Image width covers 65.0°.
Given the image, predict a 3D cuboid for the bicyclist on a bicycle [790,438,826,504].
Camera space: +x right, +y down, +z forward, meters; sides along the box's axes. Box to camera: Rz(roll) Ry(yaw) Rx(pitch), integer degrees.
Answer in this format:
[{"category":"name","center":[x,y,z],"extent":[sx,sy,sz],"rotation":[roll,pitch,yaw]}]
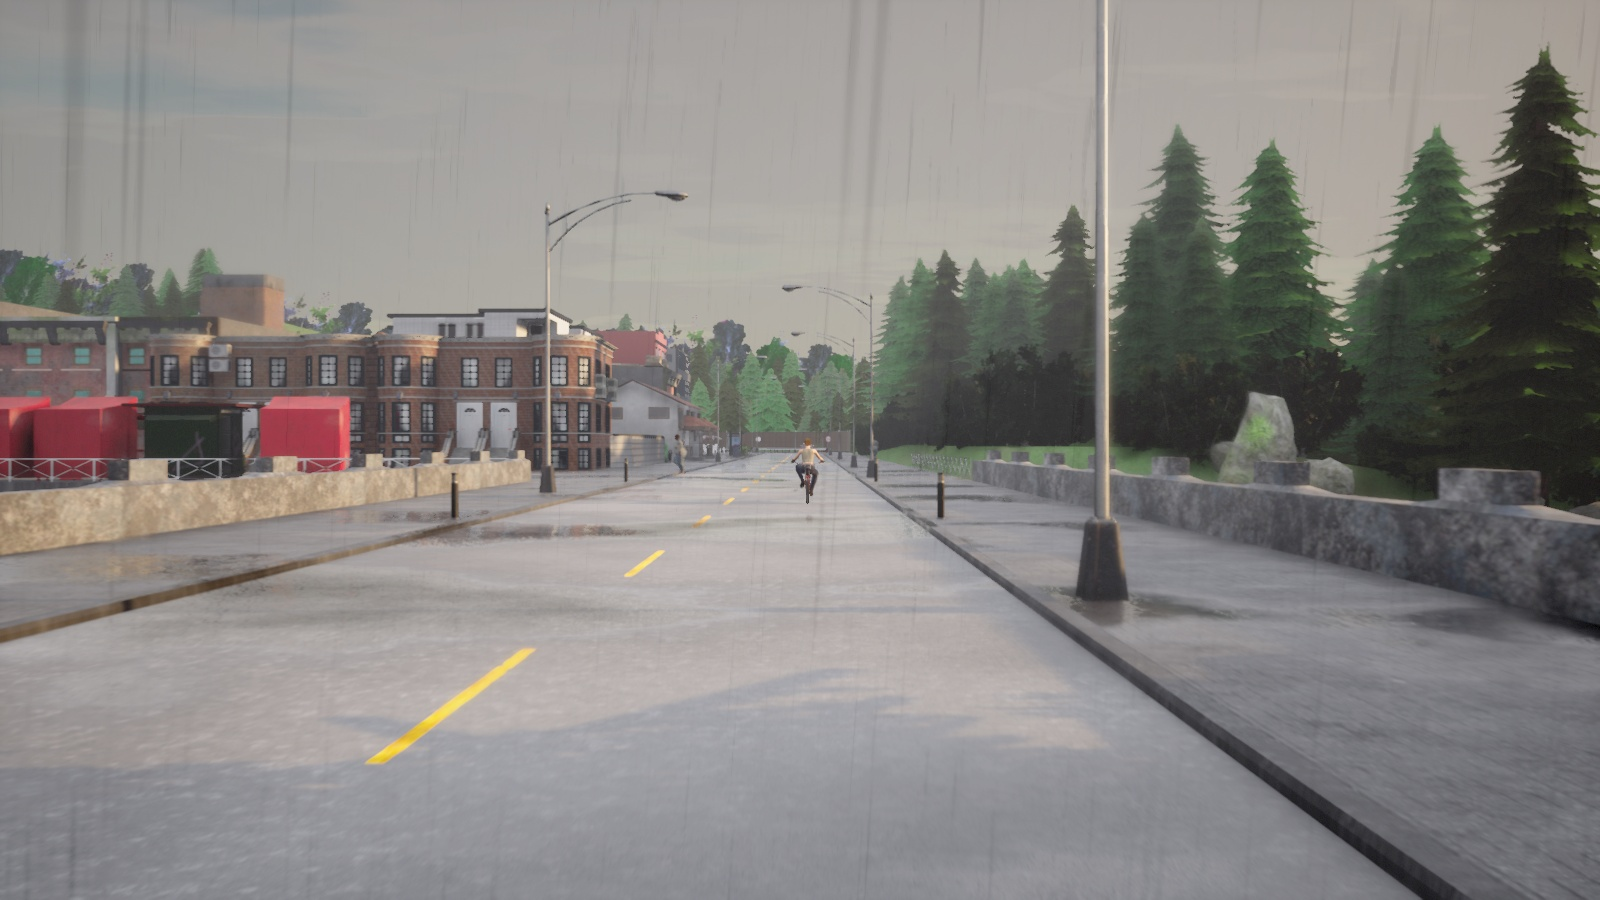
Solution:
[{"category":"bicyclist on a bicycle","center":[0.194,0.506,31.360],"extent":[0.866,1.612,1.509],"rotation":[0,0,0]}]

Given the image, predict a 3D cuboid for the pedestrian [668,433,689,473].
[{"category":"pedestrian","center":[-5.594,0.144,57.890],"extent":[0.900,1.855,0.874],"rotation":[0,0,-8]}]
